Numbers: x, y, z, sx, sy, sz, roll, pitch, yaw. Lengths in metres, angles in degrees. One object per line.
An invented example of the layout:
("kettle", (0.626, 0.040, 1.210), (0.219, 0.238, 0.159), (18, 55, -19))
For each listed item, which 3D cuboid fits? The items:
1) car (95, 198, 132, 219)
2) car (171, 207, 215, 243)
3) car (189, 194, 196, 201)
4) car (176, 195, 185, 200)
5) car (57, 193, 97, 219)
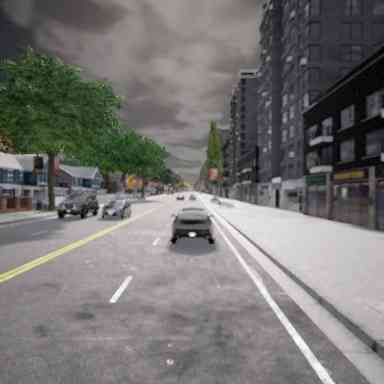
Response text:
("car", (-6.442, 1.440, 28.847), (2.128, 1.511, 4.902), (0, 0, 0))
("car", (0.030, 1.508, 16.190), (1.837, 1.490, 4.892), (0, 0, 0))
("car", (0.189, 1.497, 86.292), (2.033, 1.411, 5.357), (0, 0, 0))
("car", (-3.060, 1.483, 86.716), (1.994, 1.385, 4.181), (0, 0, 0))
("car", (-9.689, 1.141, 28.877), (2.150, 2.045, 5.566), (0, 0, 0))
